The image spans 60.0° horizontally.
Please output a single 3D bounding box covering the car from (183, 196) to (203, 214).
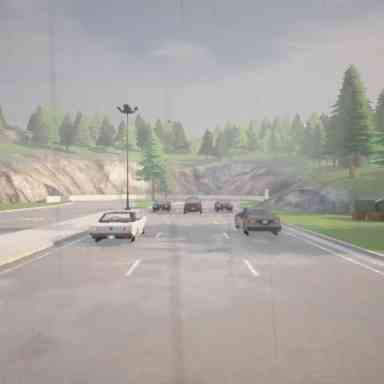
[{"bbox_3d":[0.097,1.478,35.343,1.882,1.535,5.008,0,0,0],"label":"car"}]

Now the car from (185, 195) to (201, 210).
[{"bbox_3d":[0.199,1.352,44.573,2.097,1.767,4.553,0,0,1],"label":"car"}]

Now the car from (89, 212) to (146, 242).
[{"bbox_3d":[-3.398,1.601,16.256,1.895,1.301,4.718,0,0,0],"label":"car"}]

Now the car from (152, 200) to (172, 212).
[{"bbox_3d":[-3.392,1.601,38.497,1.895,1.301,4.718,0,0,0],"label":"car"}]

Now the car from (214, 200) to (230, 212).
[{"bbox_3d":[3.613,1.601,39.119,1.895,1.301,4.718,0,0,0],"label":"car"}]

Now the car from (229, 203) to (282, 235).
[{"bbox_3d":[3.602,1.547,18.913,2.033,1.411,5.357,0,0,0],"label":"car"}]
